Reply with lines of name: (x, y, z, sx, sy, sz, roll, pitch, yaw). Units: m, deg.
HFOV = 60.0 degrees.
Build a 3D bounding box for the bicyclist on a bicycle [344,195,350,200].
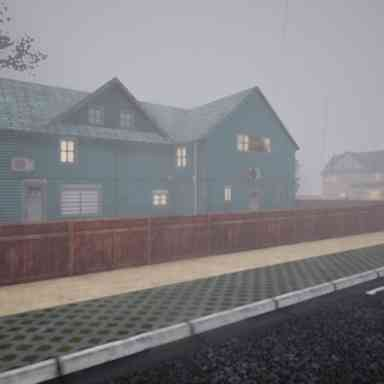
bicyclist on a bicycle: (17.041, 1.166, 36.558, 1.656, 1.620, 0.582, -1, 1, -36)
